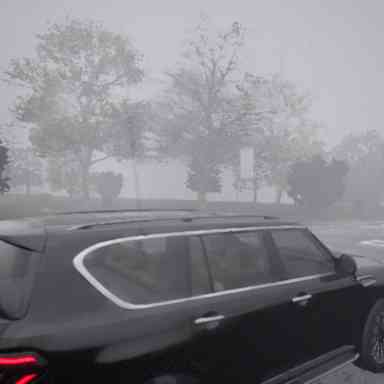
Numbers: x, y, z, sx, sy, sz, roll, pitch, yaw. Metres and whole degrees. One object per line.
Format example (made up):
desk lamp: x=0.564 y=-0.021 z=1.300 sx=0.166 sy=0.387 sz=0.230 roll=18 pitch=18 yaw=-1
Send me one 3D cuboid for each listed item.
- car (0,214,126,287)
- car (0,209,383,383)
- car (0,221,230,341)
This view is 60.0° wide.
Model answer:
car: x=-4.557 y=1.504 z=9.241 sx=4.902 sy=1.511 sz=2.128 roll=1 pitch=0 yaw=-35
car: x=0.383 y=1.238 z=4.026 sx=5.566 sy=2.045 sz=2.150 roll=1 pitch=0 yaw=-36
car: x=-1.664 y=1.524 z=7.001 sx=4.892 sy=1.490 sz=1.837 roll=1 pitch=0 yaw=-35
